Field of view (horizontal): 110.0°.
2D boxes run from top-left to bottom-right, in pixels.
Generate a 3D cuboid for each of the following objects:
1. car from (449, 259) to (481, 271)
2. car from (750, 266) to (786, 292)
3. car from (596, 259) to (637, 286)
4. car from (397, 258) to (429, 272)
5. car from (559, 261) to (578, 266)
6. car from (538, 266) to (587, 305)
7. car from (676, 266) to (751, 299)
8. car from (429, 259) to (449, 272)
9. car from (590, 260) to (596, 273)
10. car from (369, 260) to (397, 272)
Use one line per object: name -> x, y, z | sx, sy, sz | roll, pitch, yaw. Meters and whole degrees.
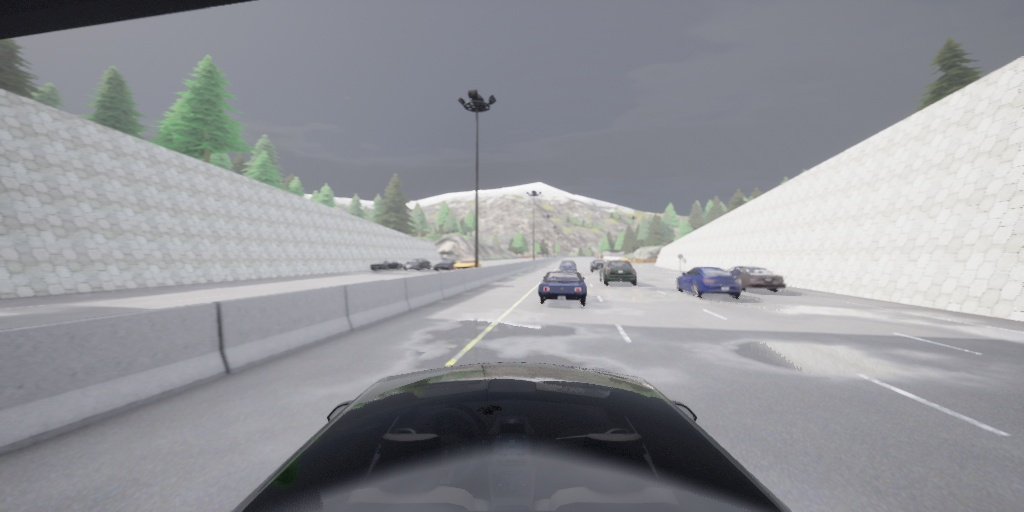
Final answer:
car -> -4.766, 1.065, 38.601 | 1.882, 1.535, 5.008 | 0, 0, 10
car -> 13.800, 1.286, 21.190 | 2.033, 1.411, 5.357 | 0, 0, 9
car -> 7.385, 1.046, 25.294 | 2.097, 1.767, 4.553 | 0, 0, 9
car -> -11.190, 1.036, 42.522 | 2.128, 1.511, 4.902 | 0, 0, 10
car -> 5.839, 1.187, 37.424 | 2.033, 1.411, 5.357 | 0, 0, 9
car -> 2.284, 1.307, 15.905 | 1.895, 1.301, 4.718 | 0, 0, 9
car -> 9.699, 1.258, 17.922 | 1.812, 1.442, 4.674 | 0, 0, 9
car -> -7.611, 1.107, 42.655 | 2.033, 1.411, 5.357 | 0, 0, 10
car -> 10.083, 1.170, 41.710 | 1.812, 1.442, 4.674 | 0, 0, 9
car -> -14.776, 1.128, 42.341 | 1.895, 1.301, 4.718 | 0, 0, 10
